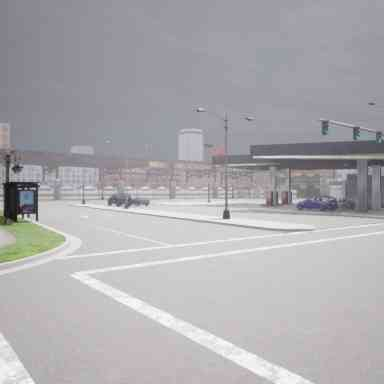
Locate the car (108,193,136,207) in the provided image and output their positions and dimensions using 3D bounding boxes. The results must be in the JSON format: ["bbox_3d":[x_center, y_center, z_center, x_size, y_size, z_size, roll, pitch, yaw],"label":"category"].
[{"bbox_3d":[-11.367,1.222,52.222,2.150,2.045,5.566,0,0,-35],"label":"car"}]

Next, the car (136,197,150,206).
[{"bbox_3d":[-8.748,1.547,54.588,2.033,1.411,5.357,0,0,-35],"label":"car"}]

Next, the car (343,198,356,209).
[{"bbox_3d":[18.597,1.456,42.246,1.970,1.475,3.806,0,0,-35],"label":"car"}]

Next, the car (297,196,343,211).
[{"bbox_3d":[14.323,1.295,38.331,2.242,1.667,4.611,0,0,-35],"label":"car"}]
